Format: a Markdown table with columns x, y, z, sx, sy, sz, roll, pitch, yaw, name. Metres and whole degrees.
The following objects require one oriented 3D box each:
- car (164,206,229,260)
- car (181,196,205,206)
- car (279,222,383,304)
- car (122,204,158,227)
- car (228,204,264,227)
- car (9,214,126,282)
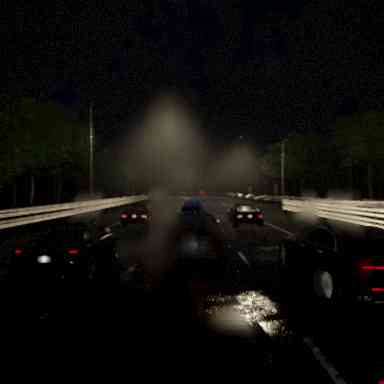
| x | y | z | sx | sy | sz | roll | pitch | yaw | name |
| --- | --- | --- | --- | --- | --- | --- | --- | --- | --- |
| 0.069 | 1.460 | 12.339 | 1.882 | 1.535 | 5.008 | 0 | -1 | 0 | car |
| 0.065 | 1.403 | 27.860 | 1.882 | 1.535 | 5.008 | 0 | 0 | 0 | car |
| 3.576 | 1.493 | 8.105 | 1.837 | 1.490 | 4.892 | 0 | 0 | -2 | car |
| -3.470 | 1.501 | 22.538 | 2.033 | 1.411 | 5.357 | 0 | 0 | 0 | car |
| 3.531 | 1.501 | 22.541 | 2.033 | 1.411 | 5.357 | 0 | 0 | 0 | car |
| -3.442 | 1.547 | 9.777 | 1.994 | 1.385 | 4.181 | 0 | 0 | 0 | car |
